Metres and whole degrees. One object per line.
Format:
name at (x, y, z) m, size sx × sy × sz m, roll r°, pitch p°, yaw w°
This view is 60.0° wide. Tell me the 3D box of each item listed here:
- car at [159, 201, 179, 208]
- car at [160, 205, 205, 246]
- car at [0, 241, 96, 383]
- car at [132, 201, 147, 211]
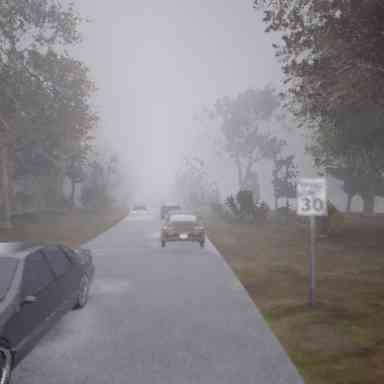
car at (-2.154, 1.662, 32.505) m, size 1.882 × 1.535 × 5.008 m, roll 1°, pitch -1°, yaw -7°
car at (-0.458, 1.559, 15.285) m, size 1.812 × 1.442 × 4.674 m, roll 0°, pitch 0°, yaw -3°
car at (-2.945, 1.536, 5.060) m, size 2.033 × 1.411 × 5.357 m, roll 0°, pitch 0°, yaw -1°
car at (-7.348, 1.916, 46.523) m, size 2.033 × 1.411 × 5.357 m, roll 1°, pitch -1°, yaw -10°
